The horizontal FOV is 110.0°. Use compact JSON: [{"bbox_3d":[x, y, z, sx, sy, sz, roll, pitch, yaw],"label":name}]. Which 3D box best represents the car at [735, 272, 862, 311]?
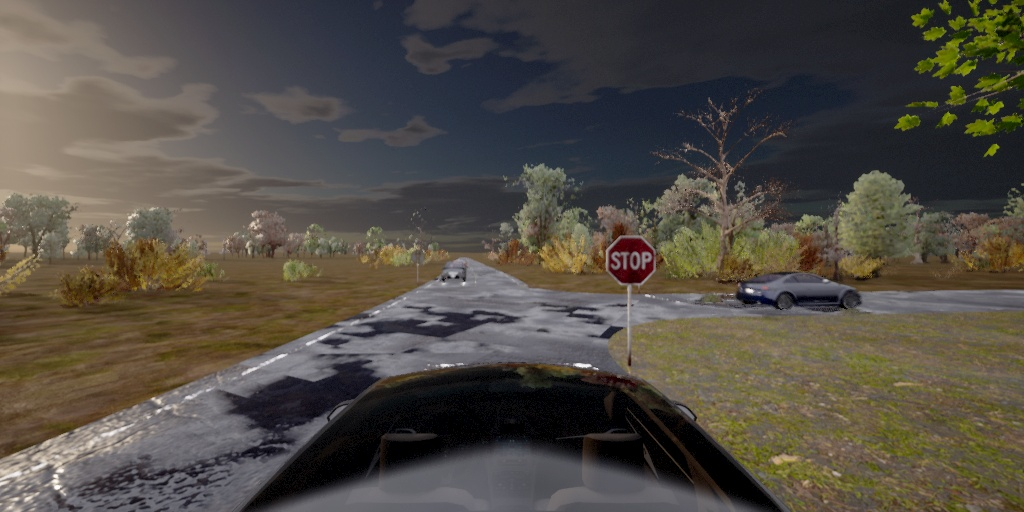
[{"bbox_3d":[11.149,1.316,14.082,4.181,1.385,1.994,0,0,-7],"label":"car"}]

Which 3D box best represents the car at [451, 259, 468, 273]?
[{"bbox_3d":[-6.413,1.160,43.918,1.882,1.535,5.008,0,0,-8],"label":"car"}]

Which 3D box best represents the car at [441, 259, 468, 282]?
[{"bbox_3d":[-4.568,1.199,28.668,2.128,1.511,4.902,0,0,-6],"label":"car"}]
